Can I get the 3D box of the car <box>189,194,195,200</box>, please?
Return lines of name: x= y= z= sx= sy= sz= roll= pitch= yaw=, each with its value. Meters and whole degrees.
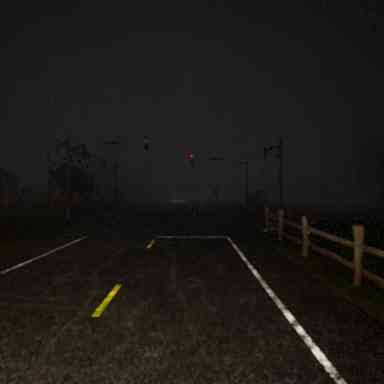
car: x=0.004 y=1.296 z=90.965 sx=1.837 sy=1.490 sz=4.892 roll=0 pitch=0 yaw=0

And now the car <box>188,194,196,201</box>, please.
car: x=0.004 y=1.305 z=80.929 sx=2.097 sy=1.767 sz=4.553 roll=0 pitch=0 yaw=0

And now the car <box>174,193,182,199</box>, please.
car: x=-3.497 y=1.074 z=85.134 sx=1.837 sy=1.490 sz=4.892 roll=0 pitch=0 yaw=0
